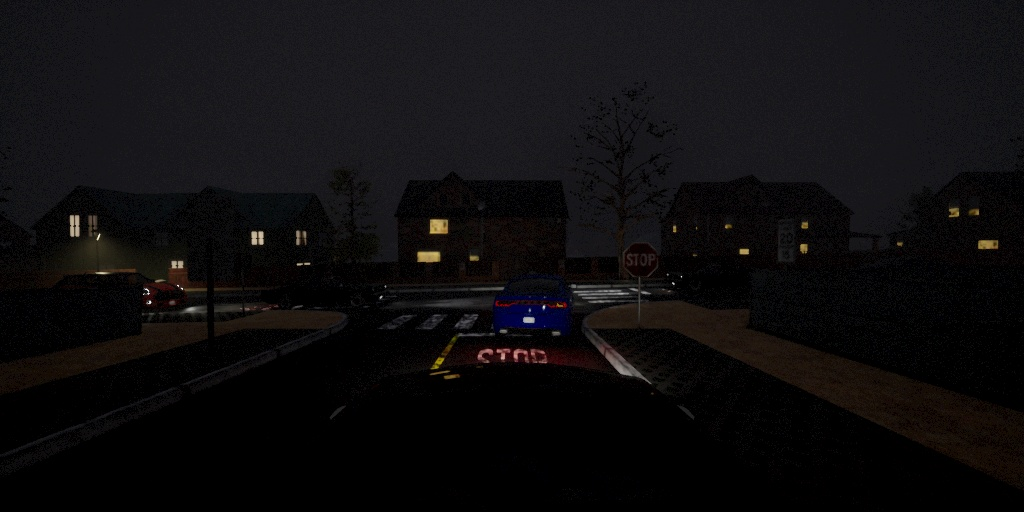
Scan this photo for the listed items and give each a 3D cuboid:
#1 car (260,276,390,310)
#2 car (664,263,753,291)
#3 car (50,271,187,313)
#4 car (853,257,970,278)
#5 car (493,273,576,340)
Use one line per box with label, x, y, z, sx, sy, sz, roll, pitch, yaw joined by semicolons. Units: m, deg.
car;-7.818;1.506;15.358;4.718;1.301;1.895;-1;1;0
car;10.402;1.034;18.294;4.718;1.301;1.895;-1;1;-1
car;-16.806;1.471;15.346;4.553;1.767;2.097;-1;1;0
car;20.048;0.753;18.334;5.357;1.411;2.033;-1;1;0
car;0.782;1.226;10.154;1.882;1.535;5.008;0;0;10
